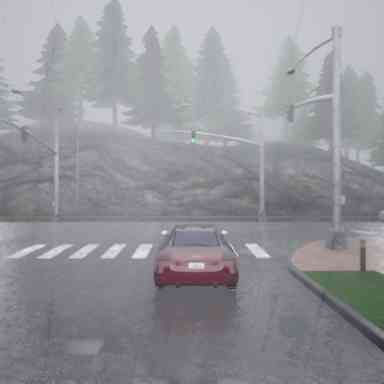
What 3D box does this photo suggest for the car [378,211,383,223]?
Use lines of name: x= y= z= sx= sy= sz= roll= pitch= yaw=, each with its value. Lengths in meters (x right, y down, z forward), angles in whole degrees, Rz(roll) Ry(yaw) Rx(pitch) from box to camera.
car: x=14.329 y=1.366 z=21.063 sx=4.674 sy=1.442 sz=1.812 roll=0 pitch=0 yaw=0

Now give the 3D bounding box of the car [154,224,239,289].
car: x=0.072 y=1.565 z=9.203 sx=1.994 sy=1.385 sz=4.181 roll=0 pitch=0 yaw=-1
